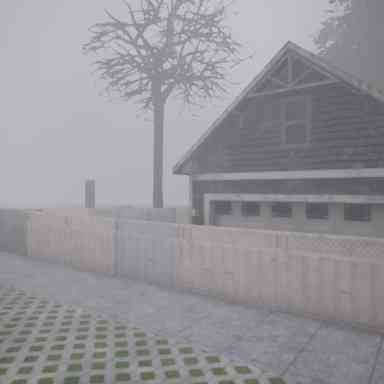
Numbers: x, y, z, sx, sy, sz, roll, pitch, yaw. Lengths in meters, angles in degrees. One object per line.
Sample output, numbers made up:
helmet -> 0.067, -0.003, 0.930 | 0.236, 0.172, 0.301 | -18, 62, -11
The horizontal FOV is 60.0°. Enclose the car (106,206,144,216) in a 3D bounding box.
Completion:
car -> -6.419, 1.890, 28.953 | 1.895, 1.301, 4.718 | 0, -1, 35
